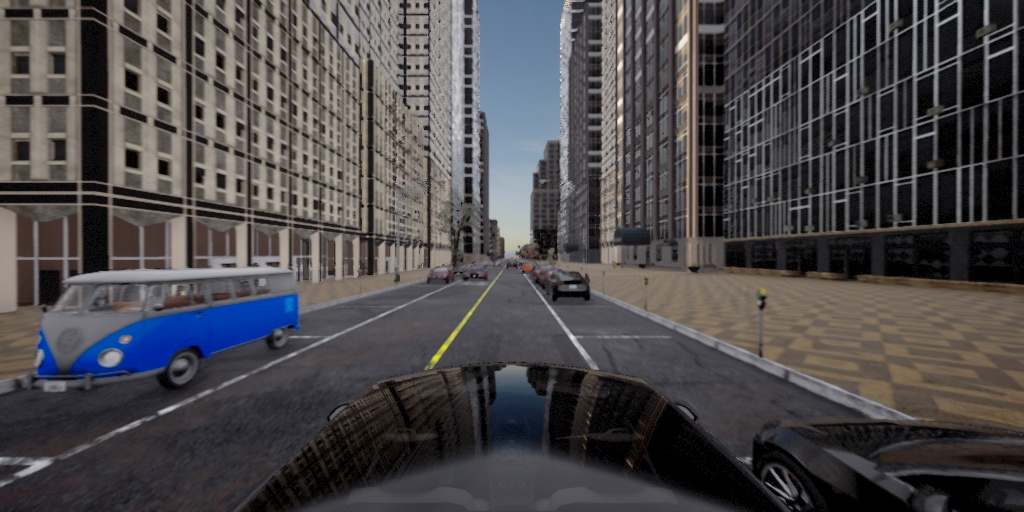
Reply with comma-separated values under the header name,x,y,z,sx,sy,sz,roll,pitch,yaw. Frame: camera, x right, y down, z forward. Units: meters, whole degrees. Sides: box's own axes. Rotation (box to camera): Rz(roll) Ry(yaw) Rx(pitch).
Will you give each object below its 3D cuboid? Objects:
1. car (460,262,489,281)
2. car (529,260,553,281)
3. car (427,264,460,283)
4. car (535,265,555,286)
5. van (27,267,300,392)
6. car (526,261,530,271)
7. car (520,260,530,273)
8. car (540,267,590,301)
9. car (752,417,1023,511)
name,x,y,z,sx,sy,sz,roll,pitch,yaw
car,-3.089,1.468,31.283,1.994,1.385,4.181,0,0,0
car,2.689,1.332,29.131,1.967,1.591,4.097,0,0,0
car,-5.692,1.475,29.132,1.802,1.307,4.207,0,0,0
car,2.689,1.446,23.489,1.802,1.307,4.207,0,0,0
van,-5.693,1.117,6.567,1.690,1.789,3.998,0,0,0
car,2.689,1.488,34.774,1.948,1.339,4.313,0,0,0
car,2.390,1.339,47.296,2.097,1.767,4.553,0,0,0
car,2.689,1.400,17.846,1.948,1.339,4.313,0,0,0
car,2.689,1.311,0.918,1.948,1.339,4.313,0,0,0
